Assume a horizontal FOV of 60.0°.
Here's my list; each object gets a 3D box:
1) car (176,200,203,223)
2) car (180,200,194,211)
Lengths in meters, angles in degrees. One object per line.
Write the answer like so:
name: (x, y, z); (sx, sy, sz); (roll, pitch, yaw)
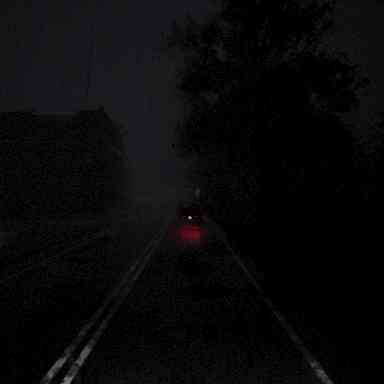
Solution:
car: (-0.203, 1.665, 27.024); (1.837, 1.490, 4.892); (0, 0, -1)
car: (-0.758, 1.807, 46.069); (1.895, 1.301, 4.718); (0, 0, -2)
